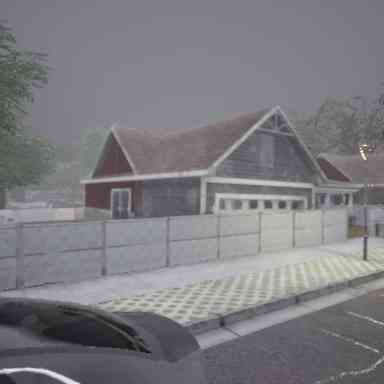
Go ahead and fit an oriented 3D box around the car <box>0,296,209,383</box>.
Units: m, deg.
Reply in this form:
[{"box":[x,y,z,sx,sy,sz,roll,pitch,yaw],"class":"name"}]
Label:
[{"box":[-2.066,1.505,1.596,4.892,1.490,1.837,0,0,-35],"class":"car"}]
